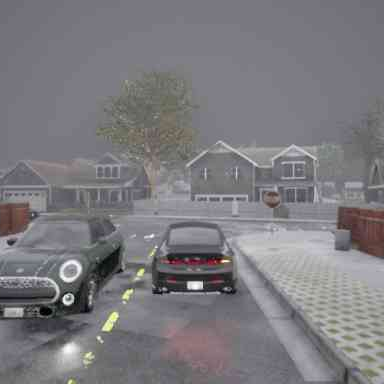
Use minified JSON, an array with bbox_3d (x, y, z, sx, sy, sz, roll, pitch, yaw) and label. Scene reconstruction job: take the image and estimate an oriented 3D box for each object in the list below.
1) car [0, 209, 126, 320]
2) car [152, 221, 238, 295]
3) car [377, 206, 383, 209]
[{"bbox_3d":[-2.911,1.367,7.646,2.097,1.767,4.553,0,0,-1],"label":"car"},{"bbox_3d":[0.041,1.523,8.759,1.837,1.490,4.892,0,0,0],"label":"car"},{"bbox_3d":[12.724,1.628,21.561,4.892,1.490,1.837,0,0,17],"label":"car"}]
